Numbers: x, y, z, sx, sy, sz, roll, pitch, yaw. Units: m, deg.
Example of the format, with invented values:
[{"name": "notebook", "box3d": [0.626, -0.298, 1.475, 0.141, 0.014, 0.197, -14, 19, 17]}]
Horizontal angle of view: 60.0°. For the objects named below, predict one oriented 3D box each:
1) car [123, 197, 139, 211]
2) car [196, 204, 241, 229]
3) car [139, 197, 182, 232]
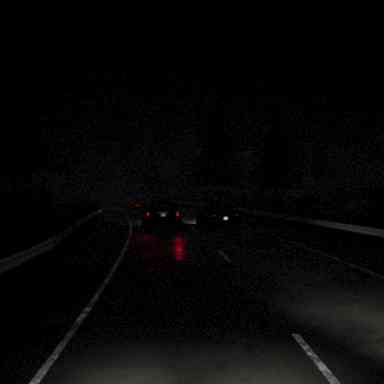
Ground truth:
[{"name": "car", "box3d": [-6.677, 1.267, 38.117, 1.882, 1.535, 5.008, 0, 0, -19]}, {"name": "car", "box3d": [1.519, 1.440, 20.494, 1.994, 1.385, 4.181, 0, 0, -10]}, {"name": "car", "box3d": [-1.882, 1.240, 19.648, 2.097, 1.767, 4.553, 0, 0, -10]}]
